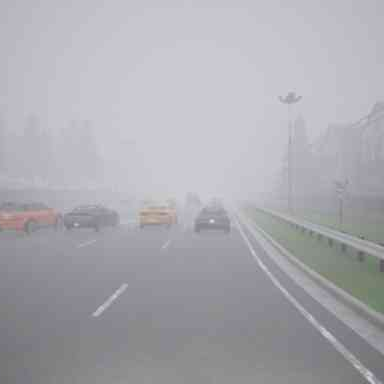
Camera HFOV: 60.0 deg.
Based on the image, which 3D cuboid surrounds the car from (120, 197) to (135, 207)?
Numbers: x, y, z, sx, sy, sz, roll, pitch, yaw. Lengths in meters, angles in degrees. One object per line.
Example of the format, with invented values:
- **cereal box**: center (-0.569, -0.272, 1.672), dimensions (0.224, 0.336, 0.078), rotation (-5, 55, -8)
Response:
- **car**: center (-10.214, 1.509, 52.116), dimensions (1.812, 1.442, 4.674), rotation (0, 0, 5)

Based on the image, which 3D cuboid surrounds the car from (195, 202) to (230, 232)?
- **car**: center (1.270, 1.567, 20.155), dimensions (1.994, 1.385, 4.181), rotation (0, 0, 5)

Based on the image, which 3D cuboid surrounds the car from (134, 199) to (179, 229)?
- **car**: center (-2.091, 1.474, 21.966), dimensions (1.882, 1.535, 5.008), rotation (0, 0, 5)

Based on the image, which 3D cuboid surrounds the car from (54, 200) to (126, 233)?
- **car**: center (-5.792, 1.483, 19.699), dimensions (2.128, 1.511, 4.902), rotation (0, 0, 5)

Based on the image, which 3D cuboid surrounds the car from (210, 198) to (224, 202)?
- **car**: center (3.522, 1.555, 47.159), dimensions (2.033, 1.411, 5.357), rotation (0, 0, 5)

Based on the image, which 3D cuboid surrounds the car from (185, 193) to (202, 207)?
- **car**: center (0.218, 1.223, 50.859), dimensions (2.150, 2.045, 5.566), rotation (0, 0, 5)

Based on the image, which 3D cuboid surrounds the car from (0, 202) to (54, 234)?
- **car**: center (-9.341, 1.335, 19.253), dimensions (2.097, 1.767, 4.553), rotation (0, 0, 5)

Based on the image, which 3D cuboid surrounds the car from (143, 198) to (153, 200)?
- **car**: center (-6.724, 1.590, 51.855), dimensions (1.895, 1.301, 4.718), rotation (0, 0, 5)
